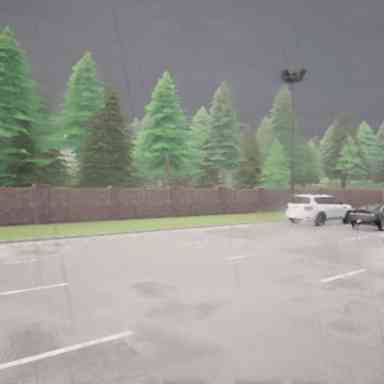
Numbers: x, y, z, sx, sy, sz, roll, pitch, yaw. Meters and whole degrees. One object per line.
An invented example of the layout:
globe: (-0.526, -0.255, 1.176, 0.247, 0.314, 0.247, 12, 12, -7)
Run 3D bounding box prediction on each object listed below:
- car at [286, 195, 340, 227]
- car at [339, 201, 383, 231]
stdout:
car: (8.868, 1.206, 22.963, 5.566, 2.045, 2.150, 0, 0, -35)
car: (11.641, 1.476, 20.642, 4.902, 1.511, 2.128, 0, 0, -35)
